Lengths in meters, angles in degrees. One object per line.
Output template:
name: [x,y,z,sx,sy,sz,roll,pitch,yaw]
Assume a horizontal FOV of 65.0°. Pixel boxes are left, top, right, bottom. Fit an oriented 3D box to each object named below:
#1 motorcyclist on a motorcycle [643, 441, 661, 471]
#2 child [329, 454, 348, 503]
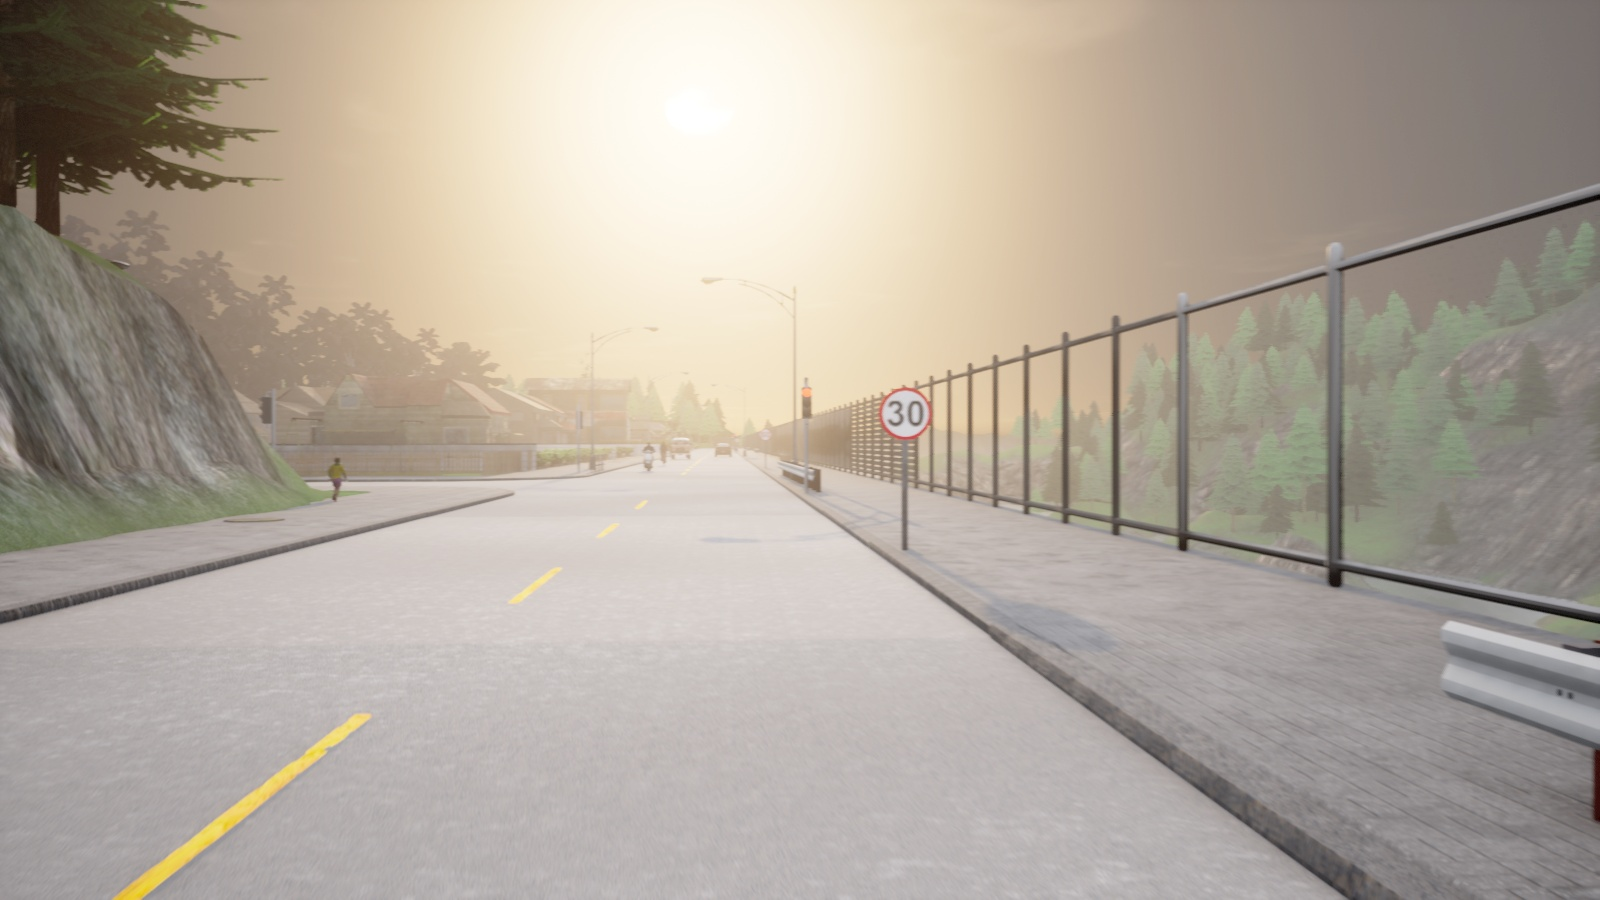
motorcyclist on a motorcycle: [-7.918,0.337,67.203,0.866,1.590,1.817,0,-1,-3]
child: [-11.032,0.675,30.038,0.299,1.160,0.473,0,0,-3]
